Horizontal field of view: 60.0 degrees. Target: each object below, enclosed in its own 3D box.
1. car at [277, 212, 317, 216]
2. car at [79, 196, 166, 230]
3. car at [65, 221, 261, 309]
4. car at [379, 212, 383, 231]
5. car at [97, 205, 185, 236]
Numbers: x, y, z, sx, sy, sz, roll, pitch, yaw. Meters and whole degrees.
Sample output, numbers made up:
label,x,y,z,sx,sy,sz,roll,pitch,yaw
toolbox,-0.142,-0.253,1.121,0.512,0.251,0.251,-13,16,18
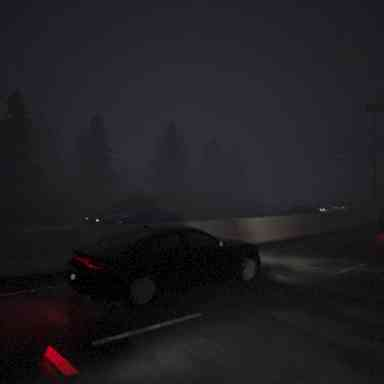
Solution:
label,x,y,z,sx,sy,sz,roll,pitch,yaw
car,8.796,1.786,27.019,2.033,1.411,5.357,0,-1,40
car,-4.653,1.356,23.037,5.566,2.045,2.150,1,-1,-43
car,-0.410,1.531,8.091,5.008,1.535,1.882,1,0,-38
car,13.622,1.721,21.707,2.128,1.511,4.902,0,0,41
car,-2.937,1.598,19.922,5.008,1.535,1.882,1,-1,-43
